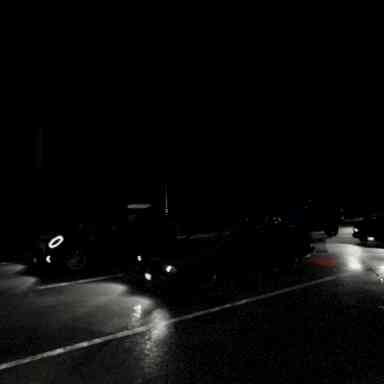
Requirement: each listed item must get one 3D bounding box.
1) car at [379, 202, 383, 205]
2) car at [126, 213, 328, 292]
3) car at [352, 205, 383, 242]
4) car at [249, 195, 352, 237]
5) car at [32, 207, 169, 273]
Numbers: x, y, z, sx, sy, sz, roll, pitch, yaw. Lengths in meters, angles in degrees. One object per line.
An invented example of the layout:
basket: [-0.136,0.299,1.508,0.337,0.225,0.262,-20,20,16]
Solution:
car: [13.403,1.372,22.142,4.902,1.511,2.128,-1,0,-36]
car: [1.169,1.525,9.116,5.357,1.411,2.033,0,0,-35]
car: [9.393,1.478,14.925,5.357,1.411,2.033,0,0,-35]
car: [5.098,1.167,16.179,5.566,2.045,2.150,0,0,-35]
car: [-2.606,1.337,10.722,4.553,1.767,2.097,0,0,-35]
